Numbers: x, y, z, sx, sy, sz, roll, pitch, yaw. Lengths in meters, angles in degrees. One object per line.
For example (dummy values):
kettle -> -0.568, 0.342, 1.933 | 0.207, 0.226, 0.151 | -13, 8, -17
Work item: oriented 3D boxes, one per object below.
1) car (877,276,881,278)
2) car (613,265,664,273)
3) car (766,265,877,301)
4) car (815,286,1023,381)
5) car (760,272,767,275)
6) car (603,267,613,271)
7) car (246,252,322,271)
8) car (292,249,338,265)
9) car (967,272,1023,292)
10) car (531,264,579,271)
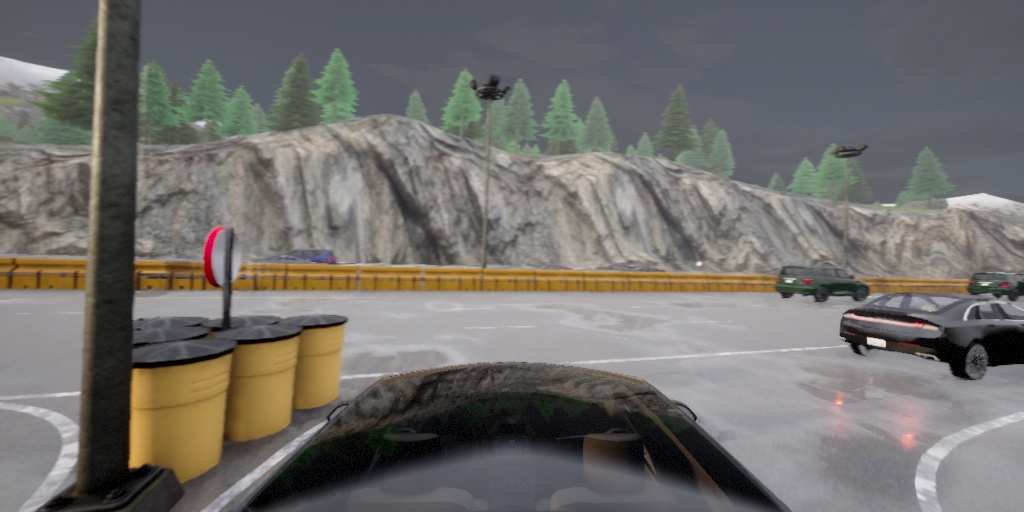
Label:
car -> 37.989, 2.649, 38.732 | 5.357, 1.411, 2.033 | 2, 0, -16
car -> 13.879, 1.757, 38.443 | 5.008, 1.535, 1.882 | 2, 0, -18
car -> 18.365, 1.628, 21.296 | 5.566, 2.045, 2.150 | 2, 0, -18
car -> 9.543, 1.575, 7.729 | 4.902, 1.511, 2.128 | 2, 0, -15
car -> 36.390, 2.560, 49.202 | 4.902, 1.511, 2.128 | 2, 0, -16
car -> 12.941, 1.746, 41.817 | 4.902, 1.511, 2.128 | 2, 0, -18
car -> -18.247, 0.661, 28.401 | 4.902, 1.511, 2.128 | 2, 0, -17
car -> -18.610, 0.383, 31.950 | 5.566, 2.045, 2.150 | 2, 0, -17
car -> 37.893, 2.304, 27.586 | 5.566, 2.045, 2.150 | 2, 0, -17
car -> 2.772, 1.362, 27.598 | 5.008, 1.535, 1.882 | 2, 0, -17
